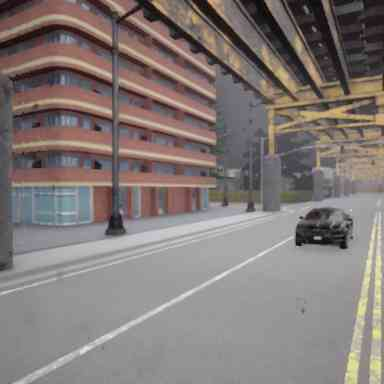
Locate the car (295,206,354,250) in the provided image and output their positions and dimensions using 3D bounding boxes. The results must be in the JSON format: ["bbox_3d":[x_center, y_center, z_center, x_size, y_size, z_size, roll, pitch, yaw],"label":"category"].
[{"bbox_3d":[5.836,1.404,14.354,1.882,1.535,5.008,0,0,30],"label":"car"}]
